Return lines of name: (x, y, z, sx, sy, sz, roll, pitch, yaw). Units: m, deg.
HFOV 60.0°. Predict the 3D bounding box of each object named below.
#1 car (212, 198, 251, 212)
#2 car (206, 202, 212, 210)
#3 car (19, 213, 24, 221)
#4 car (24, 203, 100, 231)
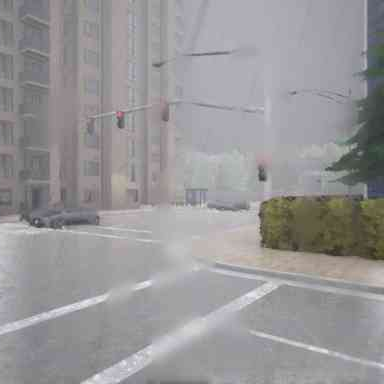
car: (4.941, 1.547, 38.579, 2.033, 1.411, 5.357, 0, 0, 36)
car: (3.981, 1.547, 43.178, 2.033, 1.411, 5.357, 0, 0, 37)
car: (-9.764, 1.547, 24.711, 2.033, 1.411, 5.357, 0, 0, 39)
car: (-7.891, 1.564, 20.996, 1.994, 1.385, 4.181, 0, 0, 36)
